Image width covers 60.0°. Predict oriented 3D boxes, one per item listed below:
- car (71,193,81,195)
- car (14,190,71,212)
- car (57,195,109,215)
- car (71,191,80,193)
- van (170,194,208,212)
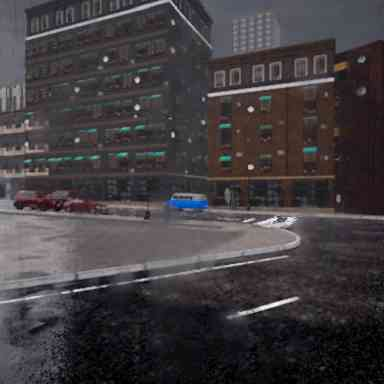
[{"bbox_3d":[-12.440,1.091,32.749,4.181,1.385,1.994,1,0,24],"label":"car"},{"bbox_3d":[-14.166,0.826,30.704,5.009,1.841,2.192,1,-1,24],"label":"car"},{"bbox_3d":[-9.040,1.205,28.385,4.206,1.307,1.802,1,-1,24],"label":"car"},{"bbox_3d":[-15.760,0.721,40.617,5.009,1.841,2.192,1,-1,24],"label":"car"},{"bbox_3d":[-0.361,1.084,33.669,3.998,1.788,1.690,1,-1,24],"label":"van"}]
